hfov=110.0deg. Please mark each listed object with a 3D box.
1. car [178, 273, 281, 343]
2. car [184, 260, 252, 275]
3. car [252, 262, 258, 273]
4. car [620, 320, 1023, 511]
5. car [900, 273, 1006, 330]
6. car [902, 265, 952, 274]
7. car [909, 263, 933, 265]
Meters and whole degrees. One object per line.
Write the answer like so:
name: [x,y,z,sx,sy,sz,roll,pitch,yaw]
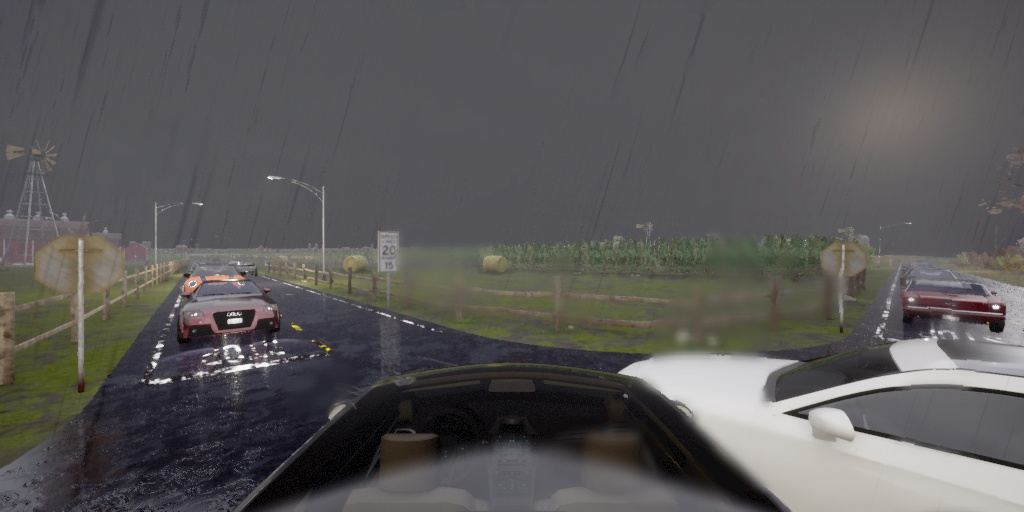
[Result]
car: [-7.869,1.351,9.937,1.994,1.385,4.181,0,0,-42]
car: [-13.596,1.132,16.463,2.097,1.767,4.553,0,0,-41]
car: [-26.716,1.264,35.792,2.128,1.511,4.902,0,0,-41]
car: [2.853,1.293,2.269,1.812,1.442,4.674,0,1,-43]
car: [13.600,1.389,11.251,4.718,1.301,1.895,0,1,-43]
car: [20.727,1.348,17.761,5.357,1.411,2.033,0,1,-42]
car: [27.528,1.380,23.965,4.181,1.385,1.994,0,1,-42]
